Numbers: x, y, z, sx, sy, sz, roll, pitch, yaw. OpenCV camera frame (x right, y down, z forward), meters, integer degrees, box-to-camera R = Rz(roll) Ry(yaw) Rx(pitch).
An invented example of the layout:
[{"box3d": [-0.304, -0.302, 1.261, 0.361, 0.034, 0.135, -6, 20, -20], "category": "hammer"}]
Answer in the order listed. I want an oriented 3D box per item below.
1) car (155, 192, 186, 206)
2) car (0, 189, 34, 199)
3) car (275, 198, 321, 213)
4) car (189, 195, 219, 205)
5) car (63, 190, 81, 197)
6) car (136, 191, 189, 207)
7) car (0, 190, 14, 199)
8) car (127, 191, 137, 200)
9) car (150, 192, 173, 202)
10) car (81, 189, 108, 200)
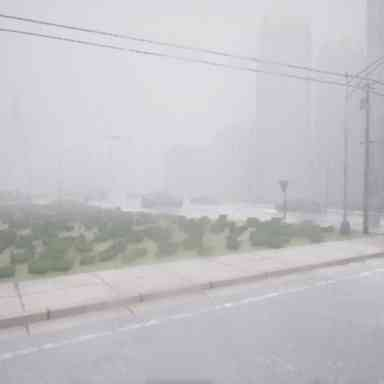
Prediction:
[{"box3d": [-2.887, 0.868, 43.090, 1.882, 1.535, 5.008, 0, 1, -33], "category": "car"}, {"box3d": [-21.874, 0.571, 40.619, 4.605, 1.855, 1.932, 0, 1, -32], "category": "car"}, {"box3d": [9.619, 1.231, 30.430, 1.994, 1.385, 4.181, 0, 1, -32], "category": "car"}, {"box3d": [1.450, 1.027, 43.118, 1.895, 1.301, 4.718, 0, 1, -32], "category": "car"}, {"box3d": [-23.871, 0.390, 67.402, 4.193, 1.474, 1.816, 0, 1, -32], "category": "car"}, {"box3d": [-3.172, 0.965, 35.907, 4.611, 1.667, 2.242, 0, 1, -32], "category": "car"}, {"box3d": [-34.088, 0.424, 59.493, 3.905, 1.438, 1.784, 0, 1, -32], "category": "car"}, {"box3d": [-10.325, 0.560, 61.268, 1.882, 1.535, 5.008, 0, 1, -33], "category": "car"}, {"box3d": [-4.890, 0.805, 52.920, 1.994, 1.385, 4.181, 0, 1, -32], "category": "car"}, {"box3d": [-16.157, 0.412, 56.329, 3.866, 1.878, 1.905, 0, 1, -32], "category": "car"}]
